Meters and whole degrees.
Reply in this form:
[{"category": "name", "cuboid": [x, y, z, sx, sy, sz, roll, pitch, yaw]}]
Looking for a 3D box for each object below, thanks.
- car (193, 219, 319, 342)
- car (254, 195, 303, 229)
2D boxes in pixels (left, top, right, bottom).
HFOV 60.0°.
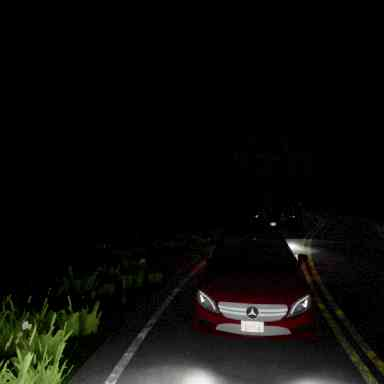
[{"category": "car", "cuboid": [1.230, 1.534, 6.725, 1.812, 1.442, 4.674, -1, 0, 11]}, {"category": "car", "cuboid": [5.018, 1.214, 18.922, 2.150, 2.045, 5.566, -2, -1, 22]}]
